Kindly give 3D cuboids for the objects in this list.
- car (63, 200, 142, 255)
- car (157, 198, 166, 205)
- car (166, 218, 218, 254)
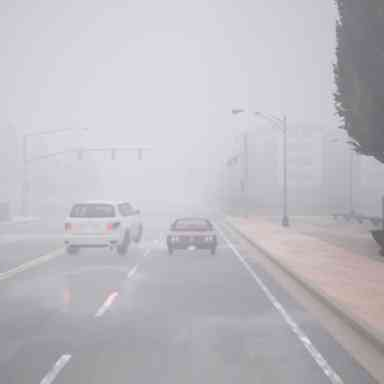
[{"bbox_3d":[-3.503,1.348,14.017,2.150,2.045,5.566,0,0,0],"label":"car"},{"bbox_3d":[-7.019,2.191,76.620,1.882,1.535,5.008,0,-1,0],"label":"car"},{"bbox_3d":[-0.002,1.733,14.100,1.895,1.301,4.718,0,0,0],"label":"car"}]
